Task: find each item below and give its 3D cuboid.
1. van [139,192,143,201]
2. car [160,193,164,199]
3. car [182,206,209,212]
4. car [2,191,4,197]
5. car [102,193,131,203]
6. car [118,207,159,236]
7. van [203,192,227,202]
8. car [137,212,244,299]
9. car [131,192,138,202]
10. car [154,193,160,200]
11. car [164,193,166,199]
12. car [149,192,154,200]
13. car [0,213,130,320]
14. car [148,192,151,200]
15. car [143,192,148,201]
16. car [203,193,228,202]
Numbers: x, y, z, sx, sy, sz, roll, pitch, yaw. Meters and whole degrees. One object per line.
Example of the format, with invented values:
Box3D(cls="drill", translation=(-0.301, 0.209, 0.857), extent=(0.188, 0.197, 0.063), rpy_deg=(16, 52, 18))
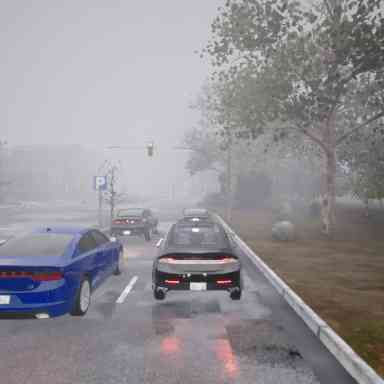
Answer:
Box3D(cls="van", translation=(-13.193, 1.092, 70.743), extent=(4.442, 1.987, 1.878), rpy_deg=(-1, 0, -14))
Box3D(cls="car", translation=(-10.943, 1.064, 88.697), extent=(5.566, 2.045, 2.435), rpy_deg=(-1, 0, -12))
Box3D(cls="car", translation=(0.184, 1.530, 17.879), extent=(1.837, 1.490, 4.892), rpy_deg=(0, 0, 0))
Box3D(cls="car", translation=(-31.130, 0.136, 52.639), extent=(2.002, 1.452, 4.674), rpy_deg=(6, -3, -19))
Box3D(cls="car", translation=(-14.403, 1.358, 61.759), extent=(4.792, 1.488, 2.163), rpy_deg=(-1, 0, -15))
Box3D(cls="car", translation=(-2.826, 1.530, 16.965), extent=(1.837, 1.490, 4.892), rpy_deg=(0, 0, 1))
Box3D(cls="van", translation=(4.326, 1.042, 64.341), extent=(4.442, 1.987, 1.878), rpy_deg=(1, 0, -14))
Box3D(cls="car", translation=(0.117, 1.503, 8.467), extent=(2.128, 1.511, 4.902), rpy_deg=(0, 0, 0))
Box3D(cls="car", translation=(-13.756, 1.315, 64.751), extent=(5.366, 1.575, 1.946), rpy_deg=(-1, 0, -15))
Box3D(cls="car", translation=(-11.396, 1.357, 85.692), extent=(4.674, 1.452, 2.002), rpy_deg=(-1, 0, -12))
Box3D(cls="car", translation=(-10.519, 1.315, 91.676), extent=(5.008, 1.535, 2.097), rpy_deg=(-1, 0, -12))
Box3D(cls="car", translation=(-12.215, 1.358, 79.710), extent=(4.674, 1.452, 2.002), rpy_deg=(-1, 0, -13))
Box3D(cls="car", translation=(-2.886, 1.487, 7.534), extent=(1.882, 1.535, 5.008), rpy_deg=(0, 0, 0))
Box3D(cls="car", translation=(-12.589, 1.359, 76.709), extent=(4.674, 1.452, 2.002), rpy_deg=(-1, 0, -13))
Box3D(cls="car", translation=(-12.963, 1.321, 73.714), extent=(4.892, 1.521, 2.231), rpy_deg=(-1, 0, -14))
Box3D(cls="car", translation=(4.712, 1.141, 67.311), extent=(4.553, 1.767, 2.185), rpy_deg=(1, 0, -14))
